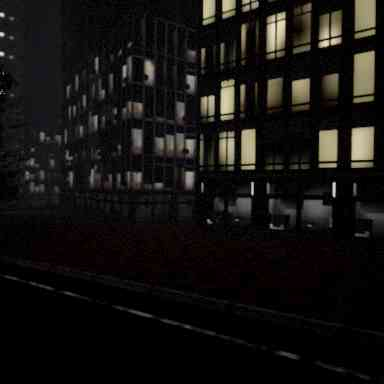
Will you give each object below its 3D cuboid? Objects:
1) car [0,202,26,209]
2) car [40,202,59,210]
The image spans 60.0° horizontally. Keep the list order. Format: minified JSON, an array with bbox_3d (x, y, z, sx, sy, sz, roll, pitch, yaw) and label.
[{"bbox_3d":[-33.141,2.335,61.330,4.403,1.369,2.008,0,1,-34],"label":"car"},{"bbox_3d":[-24.013,2.484,58.030,4.507,1.381,1.887,0,1,-34],"label":"car"}]
